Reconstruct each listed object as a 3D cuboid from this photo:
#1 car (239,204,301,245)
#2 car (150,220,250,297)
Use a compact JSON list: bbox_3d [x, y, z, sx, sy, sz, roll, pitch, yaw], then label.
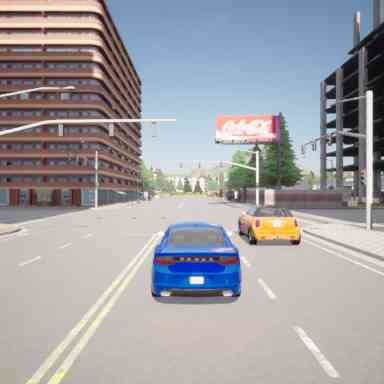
[{"bbox_3d":[3.472,1.351,15.708,2.097,1.767,4.553,0,0,0],"label":"car"},{"bbox_3d":[0.084,1.477,8.619,1.882,1.535,5.008,0,0,0],"label":"car"}]
